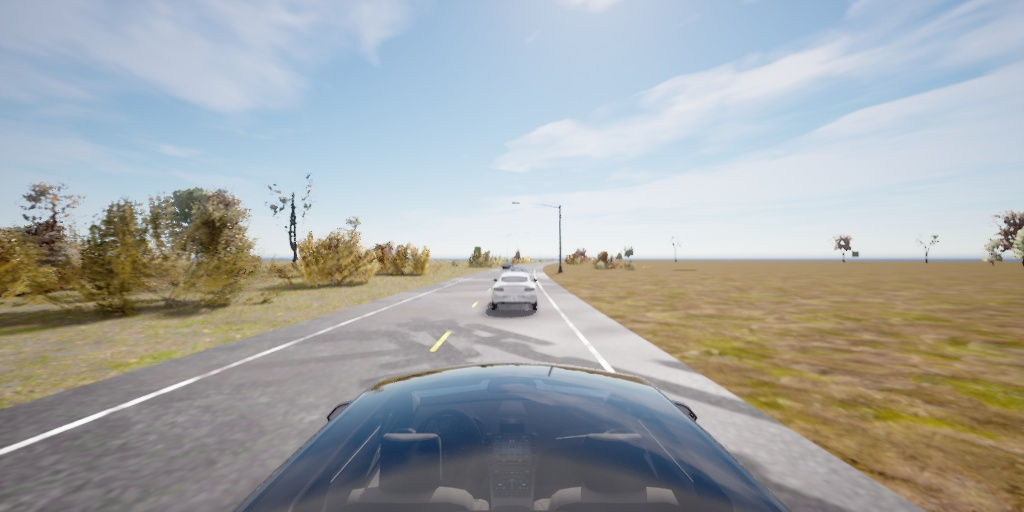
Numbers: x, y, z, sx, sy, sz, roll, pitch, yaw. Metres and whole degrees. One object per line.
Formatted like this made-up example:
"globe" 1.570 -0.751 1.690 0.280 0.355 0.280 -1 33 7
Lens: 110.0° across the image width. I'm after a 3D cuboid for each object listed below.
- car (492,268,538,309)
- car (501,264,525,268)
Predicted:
"car" 0.138 1.421 15.691 1.812 1.442 4.674 0 0 2
"car" 0.453 1.582 29.288 2.033 1.411 5.357 0 -1 2
